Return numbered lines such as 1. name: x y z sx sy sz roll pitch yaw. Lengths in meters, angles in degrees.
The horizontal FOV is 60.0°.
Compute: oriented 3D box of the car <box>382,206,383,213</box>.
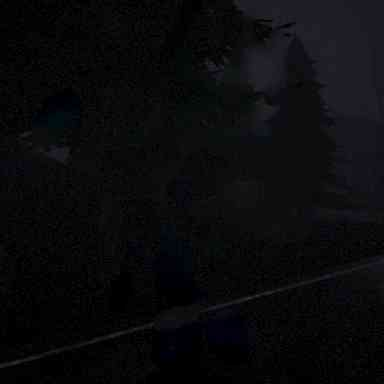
1. car: 16.417 1.086 23.960 2.128 1.511 4.902 -1 0 -33
